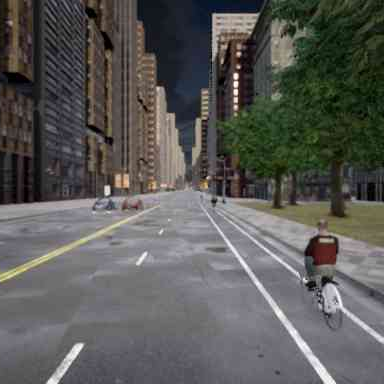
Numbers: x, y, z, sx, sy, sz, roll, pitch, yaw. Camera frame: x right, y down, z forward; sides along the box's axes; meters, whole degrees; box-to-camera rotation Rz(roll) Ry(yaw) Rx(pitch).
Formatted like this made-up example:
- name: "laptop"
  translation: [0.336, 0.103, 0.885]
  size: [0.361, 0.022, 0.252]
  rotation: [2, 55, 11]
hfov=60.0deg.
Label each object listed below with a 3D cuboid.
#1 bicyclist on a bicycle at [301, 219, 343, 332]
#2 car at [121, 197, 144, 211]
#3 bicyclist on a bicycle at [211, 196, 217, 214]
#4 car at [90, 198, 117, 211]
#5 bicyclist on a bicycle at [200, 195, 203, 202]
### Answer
- name: "bicyclist on a bicycle"
  translation: [2.233, 1.350, 5.900]
  size: [0.659, 1.776, 1.843]
  rotation: [0, 0, 0]
- name: "car"
  translation: [-6.742, 1.359, 37.973]
  size: [1.882, 1.535, 5.008]
  rotation: [0, 0, 0]
- name: "bicyclist on a bicycle"
  translation: [2.130, 1.267, 32.266]
  size: [0.659, 1.776, 1.843]
  rotation: [0, 0, 0]
- name: "car"
  translation: [-9.987, 1.406, 37.993]
  size: [1.812, 1.442, 4.674]
  rotation: [0, 0, 0]
- name: "bicyclist on a bicycle"
  translation: [2.011, 1.318, 68.465]
  size: [0.582, 1.620, 1.656]
  rotation: [2, 0, 0]
